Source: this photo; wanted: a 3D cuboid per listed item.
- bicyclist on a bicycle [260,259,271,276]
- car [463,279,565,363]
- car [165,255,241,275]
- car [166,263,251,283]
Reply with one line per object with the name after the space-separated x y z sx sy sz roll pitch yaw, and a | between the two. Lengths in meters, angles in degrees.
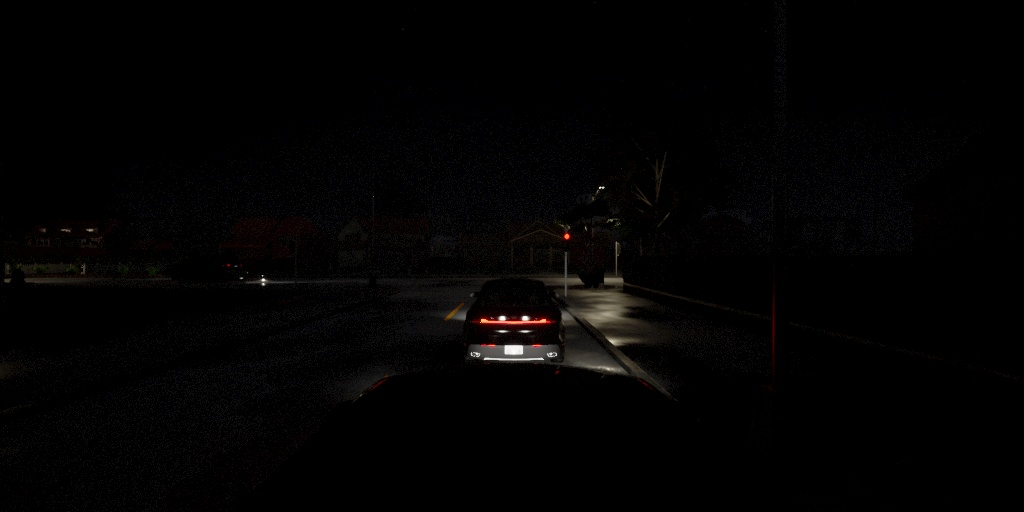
-24.169 1.099 35.189 0.582 1.620 1.656 0 0 0 | bicyclist on a bicycle
0.052 1.255 8.153 1.837 1.490 4.892 0 0 1 | car
-26.524 0.971 30.998 5.566 2.045 2.150 0 0 0 | car
-22.426 1.351 26.793 4.718 1.301 1.895 0 0 0 | car
